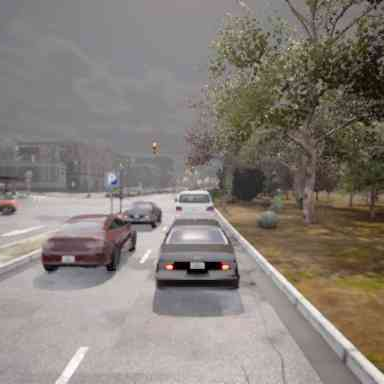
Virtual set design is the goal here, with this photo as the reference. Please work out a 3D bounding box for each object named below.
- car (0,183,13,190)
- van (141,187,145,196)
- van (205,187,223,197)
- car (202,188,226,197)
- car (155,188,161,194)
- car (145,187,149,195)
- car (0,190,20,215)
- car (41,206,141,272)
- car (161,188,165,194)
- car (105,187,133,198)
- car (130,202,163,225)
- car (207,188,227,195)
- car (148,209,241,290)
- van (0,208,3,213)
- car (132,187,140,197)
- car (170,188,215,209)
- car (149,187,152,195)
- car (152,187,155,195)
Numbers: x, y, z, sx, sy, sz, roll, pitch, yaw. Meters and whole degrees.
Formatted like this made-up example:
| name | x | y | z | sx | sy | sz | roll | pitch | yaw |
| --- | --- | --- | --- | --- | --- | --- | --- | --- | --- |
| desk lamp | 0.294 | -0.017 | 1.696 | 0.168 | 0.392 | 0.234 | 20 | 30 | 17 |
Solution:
| name | x | y | z | sx | sy | sz | roll | pitch | yaw |
| --- | --- | --- | --- | --- | --- | --- | --- | --- | --- |
| car | -31.196 | -0.704 | 55.672 | 2.002 | 1.452 | 4.674 | 5 | -2 | -20 |
| van | -13.283 | -0.021 | 73.811 | 4.442 | 1.987 | 1.878 | -1 | 1 | -14 |
| van | 4.245 | 0.025 | 67.431 | 4.442 | 1.987 | 1.878 | 0 | 1 | -14 |
| car | 4.627 | 0.079 | 70.402 | 4.553 | 1.767 | 2.185 | 0 | 1 | -14 |
| car | -11.503 | 0.018 | 88.764 | 4.674 | 1.452 | 2.002 | -1 | 1 | -12 |
| car | -13.056 | 0.163 | 76.785 | 4.892 | 1.521 | 2.231 | -1 | 0 | -14 |
| car | -16.642 | 0.995 | 27.028 | 4.553 | 1.767 | 2.185 | -1 | 1 | -19 |
| car | -2.898 | 1.382 | 10.109 | 1.812 | 1.442 | 4.674 | 0 | 1 | 0 |
| car | -11.055 | -0.320 | 91.766 | 5.566 | 2.045 | 2.435 | -1 | 0 | -12 |
| car | -14.481 | 0.380 | 64.831 | 4.792 | 1.488 | 2.163 | -1 | 1 | -15 |
| car | -2.855 | 1.274 | 19.693 | 2.033 | 1.411 | 5.357 | 0 | 1 | 1 |
| car | 6.409 | -0.155 | 85.101 | 4.553 | 1.767 | 2.185 | 0 | 1 | -12 |
| car | 0.102 | 1.420 | 8.868 | 2.033 | 1.411 | 5.357 | 0 | 1 | 0 |
| van | -16.616 | 0.933 | 24.049 | 4.442 | 1.987 | 1.878 | -1 | 1 | -19 |
| car | -13.838 | 0.292 | 67.822 | 5.366 | 1.575 | 1.946 | -1 | 1 | -15 |
| car | 0.142 | 0.956 | 19.112 | 2.150 | 2.045 | 5.566 | 0 | 1 | 0 |
| car | -12.685 | 0.155 | 79.781 | 4.674 | 1.452 | 2.002 | -1 | 1 | -13 |
| car | -12.315 | 0.110 | 82.782 | 4.674 | 1.452 | 2.002 | -1 | 0 | -13 |
